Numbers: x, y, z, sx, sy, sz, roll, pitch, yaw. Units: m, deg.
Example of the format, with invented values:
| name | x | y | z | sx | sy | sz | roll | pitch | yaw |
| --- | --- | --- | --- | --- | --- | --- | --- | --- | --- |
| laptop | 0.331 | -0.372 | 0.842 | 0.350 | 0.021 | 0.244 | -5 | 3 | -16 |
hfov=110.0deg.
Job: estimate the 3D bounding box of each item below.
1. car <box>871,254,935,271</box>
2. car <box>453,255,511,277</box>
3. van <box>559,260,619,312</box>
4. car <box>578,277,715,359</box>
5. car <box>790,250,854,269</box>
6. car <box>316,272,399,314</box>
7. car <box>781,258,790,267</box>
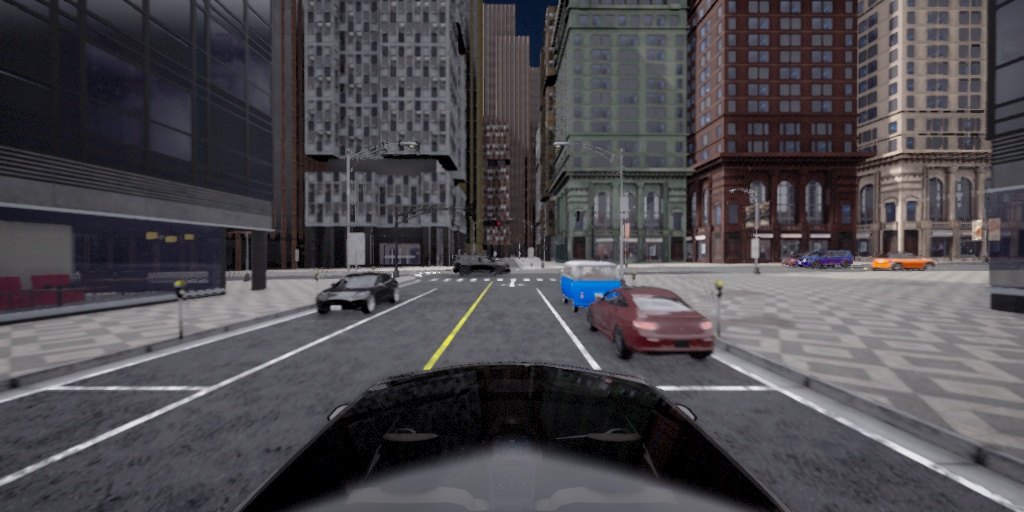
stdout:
| name | x | y | z | sx | sy | sz | roll | pitch | yaw |
| --- | --- | --- | --- | --- | --- | --- | --- | --- | --- |
| car | 37.675 | 0.545 | 34.559 | 4.553 | 1.767 | 2.097 | -1 | 0 | 0 |
| car | -2.907 | 0.945 | 34.535 | 5.566 | 2.045 | 2.150 | 0 | 0 | 0 |
| van | 2.859 | 1.070 | 13.744 | 1.690 | 1.789 | 3.998 | 0 | 0 | 0 |
| car | 2.857 | 1.322 | 8.095 | 1.802 | 1.307 | 4.207 | 0 | 0 | 0 |
| car | 35.815 | 0.399 | 41.141 | 5.566 | 2.045 | 2.150 | -1 | 0 | 0 |
| car | -5.667 | 1.295 | 13.744 | 1.948 | 1.339 | 4.313 | 0 | 0 | 0 |
| car | 36.006 | 0.504 | 44.379 | 4.553 | 1.767 | 2.097 | -1 | 0 | 0 |
